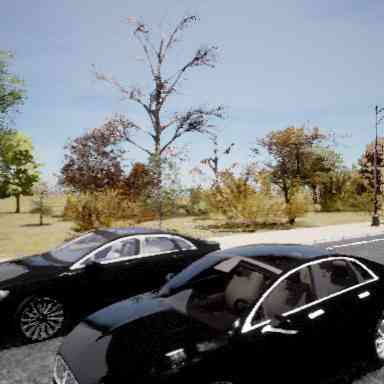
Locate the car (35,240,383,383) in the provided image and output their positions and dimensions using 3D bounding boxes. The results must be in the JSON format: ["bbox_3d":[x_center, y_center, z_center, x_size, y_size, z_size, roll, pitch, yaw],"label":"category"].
[{"bbox_3d":[0.859,1.499,4.252,4.892,1.490,1.837,-1,0,-35],"label":"car"}]

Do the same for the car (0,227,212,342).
[{"bbox_3d":[-1.536,1.486,6.541,4.902,1.511,2.128,0,0,-35],"label":"car"}]
